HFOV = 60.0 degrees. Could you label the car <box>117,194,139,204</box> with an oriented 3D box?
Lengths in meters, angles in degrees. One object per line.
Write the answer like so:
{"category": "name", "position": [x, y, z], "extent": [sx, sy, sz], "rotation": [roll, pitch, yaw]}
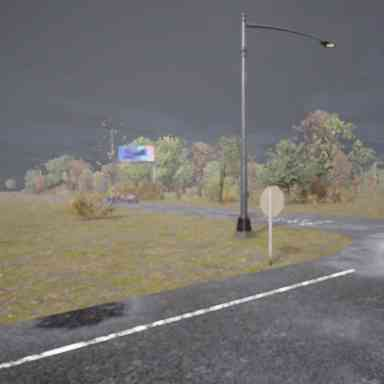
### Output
{"category": "car", "position": [-10.522, 1.211, 56.149], "extent": [1.812, 1.442, 4.674], "rotation": [0, 0, -33]}

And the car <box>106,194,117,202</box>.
{"category": "car", "position": [-14.583, 1.175, 62.150], "extent": [1.837, 1.490, 4.892], "rotation": [0, 0, -34]}
